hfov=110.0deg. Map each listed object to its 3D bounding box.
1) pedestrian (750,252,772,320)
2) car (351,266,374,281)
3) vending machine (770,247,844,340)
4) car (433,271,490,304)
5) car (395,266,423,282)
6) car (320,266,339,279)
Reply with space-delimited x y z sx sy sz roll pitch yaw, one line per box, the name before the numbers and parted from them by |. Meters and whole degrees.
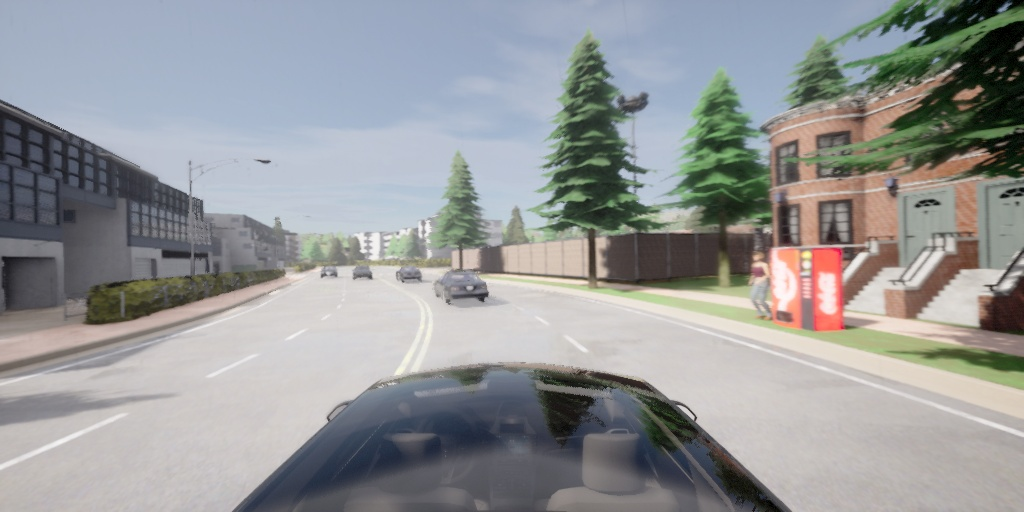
pedestrian | 6.517 0.751 9.434 0.375 1.860 0.375 -1 0 -8
car | -15.900 1.771 38.172 1.837 1.490 4.892 -1 0 -24
vending machine | 7.069 0.788 8.605 1.100 2.100 0.880 0 0 -7
car | -2.583 1.410 17.301 2.033 1.411 5.357 -1 0 -20
car | -9.592 1.638 33.244 2.033 1.411 5.357 -1 0 -25
car | -22.699 1.950 44.713 2.128 1.511 4.902 -1 0 -24
